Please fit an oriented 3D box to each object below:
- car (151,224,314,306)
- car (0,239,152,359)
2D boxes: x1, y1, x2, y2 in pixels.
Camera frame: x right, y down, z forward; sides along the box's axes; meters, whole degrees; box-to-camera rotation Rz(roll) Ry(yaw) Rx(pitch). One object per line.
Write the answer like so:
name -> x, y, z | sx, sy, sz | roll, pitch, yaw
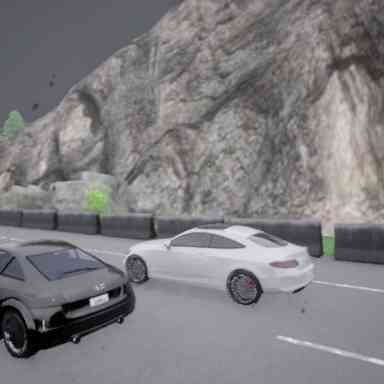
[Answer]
car -> 0.434, 1.504, 7.925 | 4.674, 1.442, 1.812 | 0, 0, 34
car -> -3.027, 1.577, 6.044 | 4.181, 1.385, 1.994 | 0, 0, 34
